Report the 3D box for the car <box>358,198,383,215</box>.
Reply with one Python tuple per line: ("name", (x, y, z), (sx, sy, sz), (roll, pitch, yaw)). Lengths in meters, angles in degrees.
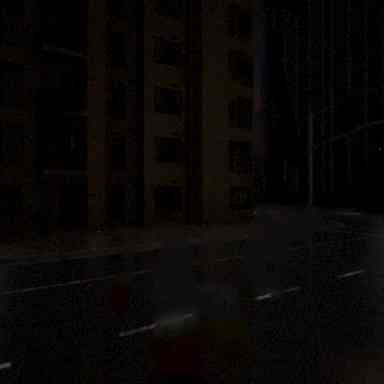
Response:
("car", (17.935, 1.321, 31.100), (2.097, 1.767, 4.553), (0, 0, -26))
